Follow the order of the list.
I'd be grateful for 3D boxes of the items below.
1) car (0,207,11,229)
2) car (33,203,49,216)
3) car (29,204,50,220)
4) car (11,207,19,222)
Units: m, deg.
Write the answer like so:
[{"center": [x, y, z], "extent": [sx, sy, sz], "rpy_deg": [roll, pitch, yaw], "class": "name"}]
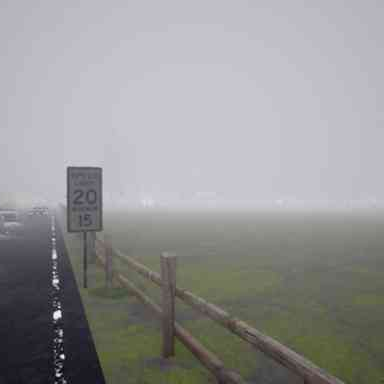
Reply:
[{"center": [-14.215, 1.992, 23.103], "extent": [2.033, 1.411, 5.357], "rpy_deg": [0, -1, -23], "class": "car"}, {"center": [-20.139, 2.314, 44.470], "extent": [1.837, 1.490, 4.892], "rpy_deg": [0, -1, -23], "class": "car"}, {"center": [-16.169, 2.184, 35.175], "extent": [2.033, 1.411, 5.357], "rpy_deg": [0, -1, -22], "class": "car"}, {"center": [-18.082, 2.178, 32.375], "extent": [1.994, 1.385, 4.181], "rpy_deg": [0, -1, -22], "class": "car"}]
